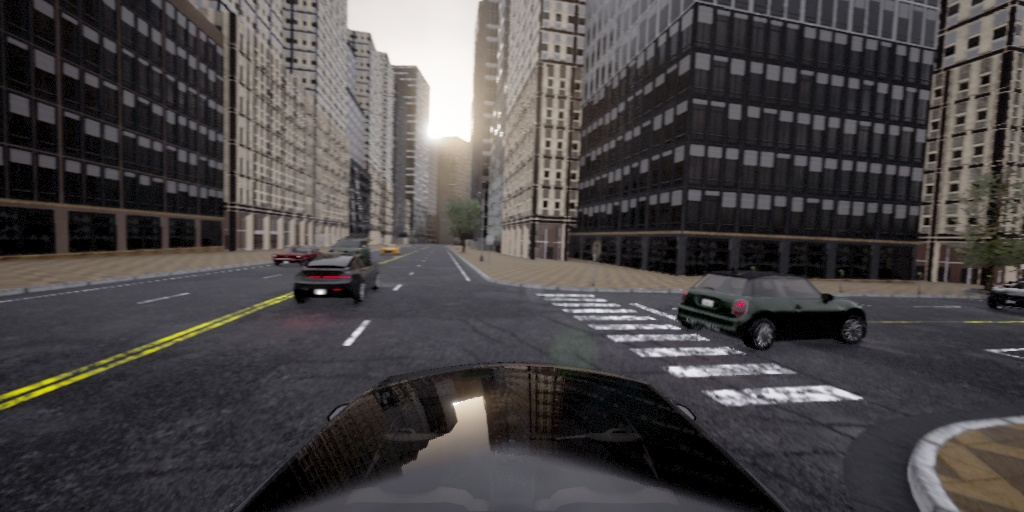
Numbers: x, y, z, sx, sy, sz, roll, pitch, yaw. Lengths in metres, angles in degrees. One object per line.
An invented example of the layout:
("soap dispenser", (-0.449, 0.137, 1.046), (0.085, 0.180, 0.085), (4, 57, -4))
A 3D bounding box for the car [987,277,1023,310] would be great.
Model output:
("car", (24.298, 1.835, 16.200), (5.008, 1.535, 1.882), (2, 3, -12))

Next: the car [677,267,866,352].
("car", (6.673, 1.196, 9.215), (4.553, 1.767, 2.097), (2, 3, -18))

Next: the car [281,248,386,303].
("car", (-5.814, 0.642, 12.381), (1.837, 1.490, 4.892), (1, 2, -11))

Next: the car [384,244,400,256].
("car", (-16.376, -0.864, 48.458), (1.882, 1.535, 5.008), (2, 2, -11))

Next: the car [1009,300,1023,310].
("car", (14.419, 1.812, 8.119), (4.403, 1.370, 2.007), (0, 0, -12))

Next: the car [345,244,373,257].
("car", (-18.984, -0.766, 44.787), (2.033, 1.411, 5.357), (2, 2, -11))

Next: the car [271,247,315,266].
("car", (-15.267, 0.016, 25.742), (1.895, 1.301, 4.718), (2, 2, -11))

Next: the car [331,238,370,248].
("car", (-12.264, -0.314, 27.358), (2.150, 2.045, 5.566), (2, 2, -11))
